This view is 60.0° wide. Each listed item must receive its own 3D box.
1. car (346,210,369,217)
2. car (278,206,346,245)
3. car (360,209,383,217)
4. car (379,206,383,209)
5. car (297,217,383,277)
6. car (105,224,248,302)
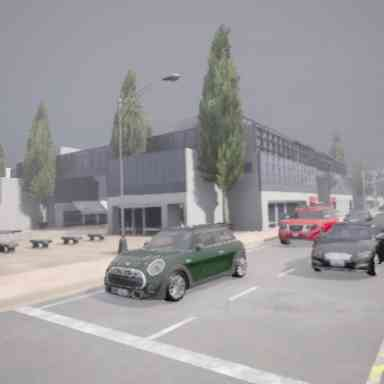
[{"bbox_3d":[15.206,2.368,30.235,2.128,1.511,4.902,-4,-3,37],"label":"car"},{"bbox_3d":[6.896,1.880,19.164,2.150,2.045,5.566,-4,-3,36],"label":"car"},{"bbox_3d":[11.674,1.999,19.689,1.882,1.535,5.008,-4,-3,37],"label":"car"},{"bbox_3d":[42.381,3.256,70.493,1.882,1.535,5.008,0,-3,-40],"label":"car"},{"bbox_3d":[5.688,1.849,11.682,2.128,1.511,4.902,-4,-3,37],"label":"car"},{"bbox_3d":[-0.272,1.819,9.689,2.097,1.767,4.553,-4,-3,39],"label":"car"}]
